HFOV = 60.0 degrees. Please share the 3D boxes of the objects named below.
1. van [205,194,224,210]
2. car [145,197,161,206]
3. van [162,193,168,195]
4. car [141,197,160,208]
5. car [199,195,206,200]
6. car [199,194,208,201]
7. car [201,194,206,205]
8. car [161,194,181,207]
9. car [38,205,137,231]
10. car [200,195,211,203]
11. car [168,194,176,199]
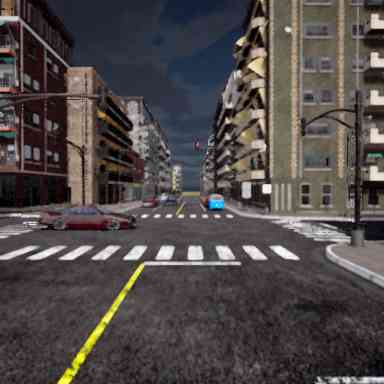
[{"bbox_3d":[2.825,1.216,39.367,1.690,1.788,3.998,-1,0,0],"label":"van"},{"bbox_3d":[-5.823,1.421,50.439,1.947,1.339,4.313,-1,0,0],"label":"car"},{"bbox_3d":[-5.819,1.175,72.532,1.690,1.788,3.998,-1,0,0],"label":"van"},{"bbox_3d":[-5.825,1.447,44.918,1.802,1.307,4.206,-1,0,0],"label":"car"},{"bbox_3d":[2.785,1.396,89.035,1.947,1.339,4.313,-1,0,0],"label":"car"},{"bbox_3d":[2.757,1.271,77.990,1.967,1.590,4.097,-1,0,0],"label":"car"},{"bbox_3d":[2.738,1.179,44.864,2.192,1.841,5.009,-1,0,0],"label":"car"},{"bbox_3d":[-3.048,1.423,48.148,1.994,1.385,4.181,0,0,0],"label":"car"},{"bbox_3d":[-5.986,1.473,19.315,5.357,1.411,2.033,1,0,0],"label":"car"},{"bbox_3d":[2.706,1.382,66.947,1.887,1.381,4.507,-1,0,0],"label":"car"},{"bbox_3d":[-5.705,1.377,94.624,1.887,1.381,4.507,-1,0,0],"label":"car"}]
